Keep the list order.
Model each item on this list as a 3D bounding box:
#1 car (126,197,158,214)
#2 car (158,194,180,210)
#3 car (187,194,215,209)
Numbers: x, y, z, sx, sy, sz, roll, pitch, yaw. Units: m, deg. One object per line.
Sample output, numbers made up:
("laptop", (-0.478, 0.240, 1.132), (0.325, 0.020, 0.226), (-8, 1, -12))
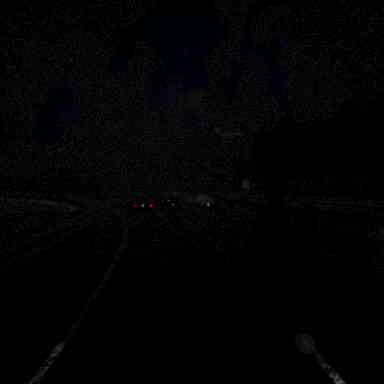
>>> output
("car", (-4.744, 1.130, 29.610), (2.033, 1.411, 5.357), (-1, 1, -17))
("car", (-2.644, 0.987, 34.363), (2.128, 1.511, 4.902), (-1, 1, -19))
("car", (0.882, 0.986, 34.903), (1.812, 1.442, 4.674), (-1, 1, -19))
